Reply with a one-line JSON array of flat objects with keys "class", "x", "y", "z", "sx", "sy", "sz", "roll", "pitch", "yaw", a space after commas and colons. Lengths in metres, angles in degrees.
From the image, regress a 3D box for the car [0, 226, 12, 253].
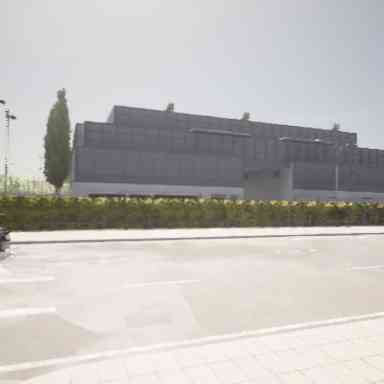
[{"class": "car", "x": -8.607, "y": 1.558, "z": 11.510, "sx": 4.181, "sy": 1.385, "sz": 1.994, "roll": 2, "pitch": -1, "yaw": -18}]
